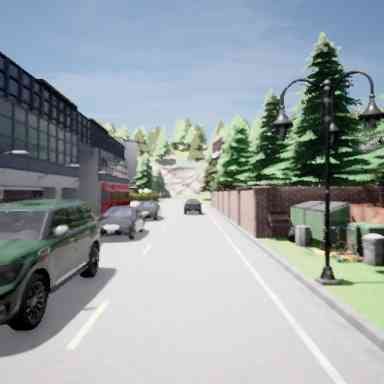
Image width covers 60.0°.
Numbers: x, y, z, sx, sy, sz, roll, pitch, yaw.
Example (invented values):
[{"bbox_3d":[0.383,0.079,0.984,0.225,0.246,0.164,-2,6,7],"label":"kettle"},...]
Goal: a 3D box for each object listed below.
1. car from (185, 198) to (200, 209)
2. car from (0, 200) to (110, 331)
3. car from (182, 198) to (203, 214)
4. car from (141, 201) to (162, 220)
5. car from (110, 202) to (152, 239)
[{"bbox_3d":[0.074,1.538,45.972,2.033,1.411,5.357,0,0,0],"label":"car"},{"bbox_3d":[-3.605,1.220,7.221,2.150,2.045,5.566,0,0,0],"label":"car"},{"bbox_3d":[0.085,1.499,34.585,1.837,1.490,4.892,0,0,0],"label":"car"},{"bbox_3d":[-3.595,1.486,27.539,2.128,1.511,4.902,0,0,0],"label":"car"},{"bbox_3d":[-3.607,1.488,17.271,2.128,1.511,4.902,0,0,0],"label":"car"}]
